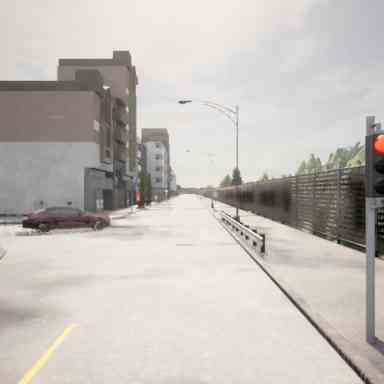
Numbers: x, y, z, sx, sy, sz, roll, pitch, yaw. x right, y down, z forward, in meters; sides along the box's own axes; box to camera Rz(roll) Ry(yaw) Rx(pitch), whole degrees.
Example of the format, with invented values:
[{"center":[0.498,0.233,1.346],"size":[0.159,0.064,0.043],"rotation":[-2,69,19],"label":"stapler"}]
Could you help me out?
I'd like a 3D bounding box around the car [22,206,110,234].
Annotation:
[{"center":[-7.093,1.525,19.006],"size":[4.674,1.442,1.812],"rotation":[0,1,-23],"label":"car"}]
